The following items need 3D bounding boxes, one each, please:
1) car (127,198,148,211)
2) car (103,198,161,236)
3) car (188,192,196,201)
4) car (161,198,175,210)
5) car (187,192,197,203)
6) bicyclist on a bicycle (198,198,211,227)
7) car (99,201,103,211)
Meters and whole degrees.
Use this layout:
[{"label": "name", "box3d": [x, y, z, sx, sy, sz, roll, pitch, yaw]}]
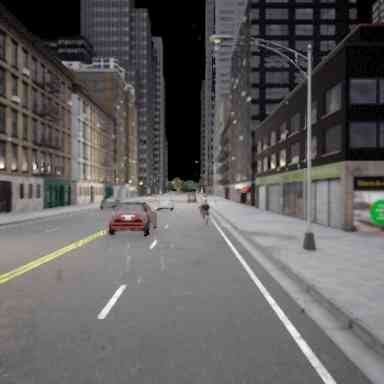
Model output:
[{"label": "car", "box3d": [-6.583, 1.469, 40.475, 1.812, 1.442, 4.674, 0, 0, 0]}, {"label": "car", "box3d": [-3.151, 1.325, 18.515, 2.097, 1.767, 4.553, 0, 0, 0]}, {"label": "car", "box3d": [-0.007, 1.096, 84.819, 2.150, 2.045, 5.566, 0, 0, 0]}, {"label": "car", "box3d": [-3.154, 1.469, 40.691, 1.812, 1.442, 4.674, 0, 0, 0]}, {"label": "car", "box3d": [0.016, 1.402, 68.840, 2.128, 1.511, 4.902, 0, 0, 1]}, {"label": "bicyclist on a bicycle", "box3d": [0.891, 1.339, 21.374, 0.659, 1.776, 1.843, 0, 0, 0]}, {"label": "car", "box3d": [-9.833, 1.469, 40.474, 1.812, 1.442, 4.674, 0, 0, 0]}]
